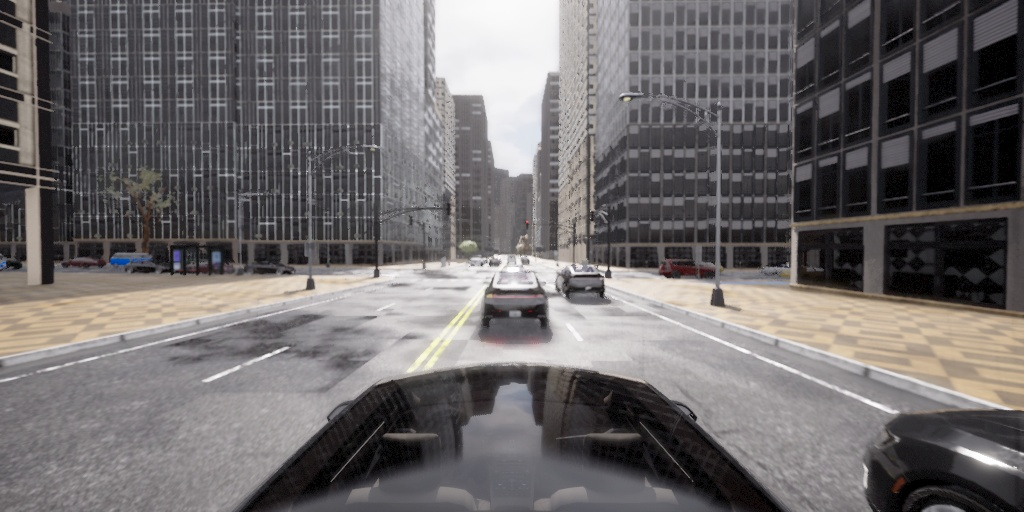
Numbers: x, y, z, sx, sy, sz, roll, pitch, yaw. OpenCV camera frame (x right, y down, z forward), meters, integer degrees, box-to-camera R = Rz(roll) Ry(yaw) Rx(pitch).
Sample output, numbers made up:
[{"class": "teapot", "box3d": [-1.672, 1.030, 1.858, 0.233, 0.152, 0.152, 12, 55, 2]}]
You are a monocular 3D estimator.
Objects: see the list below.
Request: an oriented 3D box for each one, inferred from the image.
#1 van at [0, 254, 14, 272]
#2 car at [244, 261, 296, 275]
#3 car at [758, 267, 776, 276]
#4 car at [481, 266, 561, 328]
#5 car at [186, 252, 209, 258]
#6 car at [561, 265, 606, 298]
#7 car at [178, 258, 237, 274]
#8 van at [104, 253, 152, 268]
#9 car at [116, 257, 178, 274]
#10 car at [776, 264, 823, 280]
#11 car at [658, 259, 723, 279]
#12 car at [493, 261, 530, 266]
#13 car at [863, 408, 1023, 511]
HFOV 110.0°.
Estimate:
[{"class": "van", "box3d": [-51.166, 0.650, 34.422, 3.998, 1.789, 1.690, 0, 0, 1]}, {"class": "car", "box3d": [-22.756, 1.139, 33.740, 4.313, 1.339, 1.948, 0, 0, 1]}, {"class": "car", "box3d": [29.504, 1.541, 38.801, 4.718, 1.301, 1.895, 0, 1, 1]}, {"class": "car", "box3d": [0.091, 1.228, 11.369, 2.128, 1.511, 4.902, 0, 0, 0]}, {"class": "car", "box3d": [-31.700, 0.665, 36.619, 5.566, 2.045, 2.150, 1, 1, 1]}, {"class": "car", "box3d": [3.339, 1.217, 18.155, 2.128, 1.511, 4.902, 0, 0, 0]}, {"class": "car", "box3d": [-28.440, 1.103, 33.869, 4.207, 1.307, 1.802, 0, 0, 1]}, {"class": "van", "box3d": [-45.319, 0.560, 42.689, 3.998, 1.789, 1.690, 0, 0, 1]}, {"class": "car", "box3d": [-34.121, 1.034, 34.038, 4.313, 1.339, 1.948, 0, 0, 1]}, {"class": "car", "box3d": [27.618, 1.547, 33.057, 4.829, 1.417, 1.751, 0, 0, 1]}, {"class": "car", "box3d": [16.169, 1.237, 33.244, 5.009, 1.841, 2.192, 0, 0, 1]}, {"class": "car", "box3d": [0.085, 1.266, 22.381, 2.033, 1.411, 5.357, 0, 0, 0]}, {"class": "car", "box3d": [3.345, 1.257, 0.429, 1.837, 1.490, 4.892, 0, 0, 0]}]
